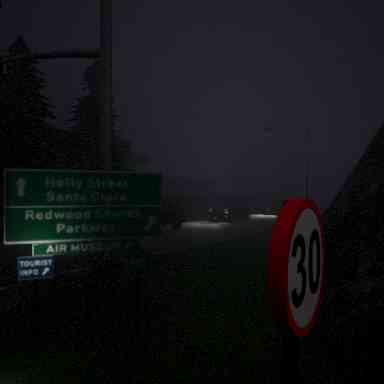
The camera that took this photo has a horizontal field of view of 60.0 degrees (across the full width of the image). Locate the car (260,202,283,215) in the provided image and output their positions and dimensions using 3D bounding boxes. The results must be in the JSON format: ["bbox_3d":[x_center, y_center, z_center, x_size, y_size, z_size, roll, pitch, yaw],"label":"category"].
[{"bbox_3d":[9.139,1.755,36.916,1.994,1.385,4.181,0,0,36],"label":"car"}]

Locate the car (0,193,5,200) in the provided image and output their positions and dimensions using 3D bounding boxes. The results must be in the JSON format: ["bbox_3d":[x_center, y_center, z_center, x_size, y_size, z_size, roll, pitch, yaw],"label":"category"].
[{"bbox_3d":[-38.481,1.489,70.008,4.514,1.523,2.007,0,0,35],"label":"car"}]

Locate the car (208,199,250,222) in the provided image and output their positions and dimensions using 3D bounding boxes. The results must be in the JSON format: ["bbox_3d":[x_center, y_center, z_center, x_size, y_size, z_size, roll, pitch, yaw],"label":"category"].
[{"bbox_3d":[3.261,1.544,28.865,2.097,1.767,4.553,0,0,36],"label":"car"}]

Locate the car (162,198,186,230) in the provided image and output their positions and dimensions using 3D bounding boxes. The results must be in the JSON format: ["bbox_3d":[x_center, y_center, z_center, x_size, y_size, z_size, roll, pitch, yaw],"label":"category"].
[{"bbox_3d":[-2.633,1.414,20.775,2.150,2.045,5.566,0,0,36],"label":"car"}]

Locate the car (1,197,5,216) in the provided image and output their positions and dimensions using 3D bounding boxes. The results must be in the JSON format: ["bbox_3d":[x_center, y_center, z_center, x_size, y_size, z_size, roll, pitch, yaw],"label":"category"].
[{"bbox_3d":[-12.316,1.505,26.043,1.905,1.878,3.866,0,0,35],"label":"car"}]
